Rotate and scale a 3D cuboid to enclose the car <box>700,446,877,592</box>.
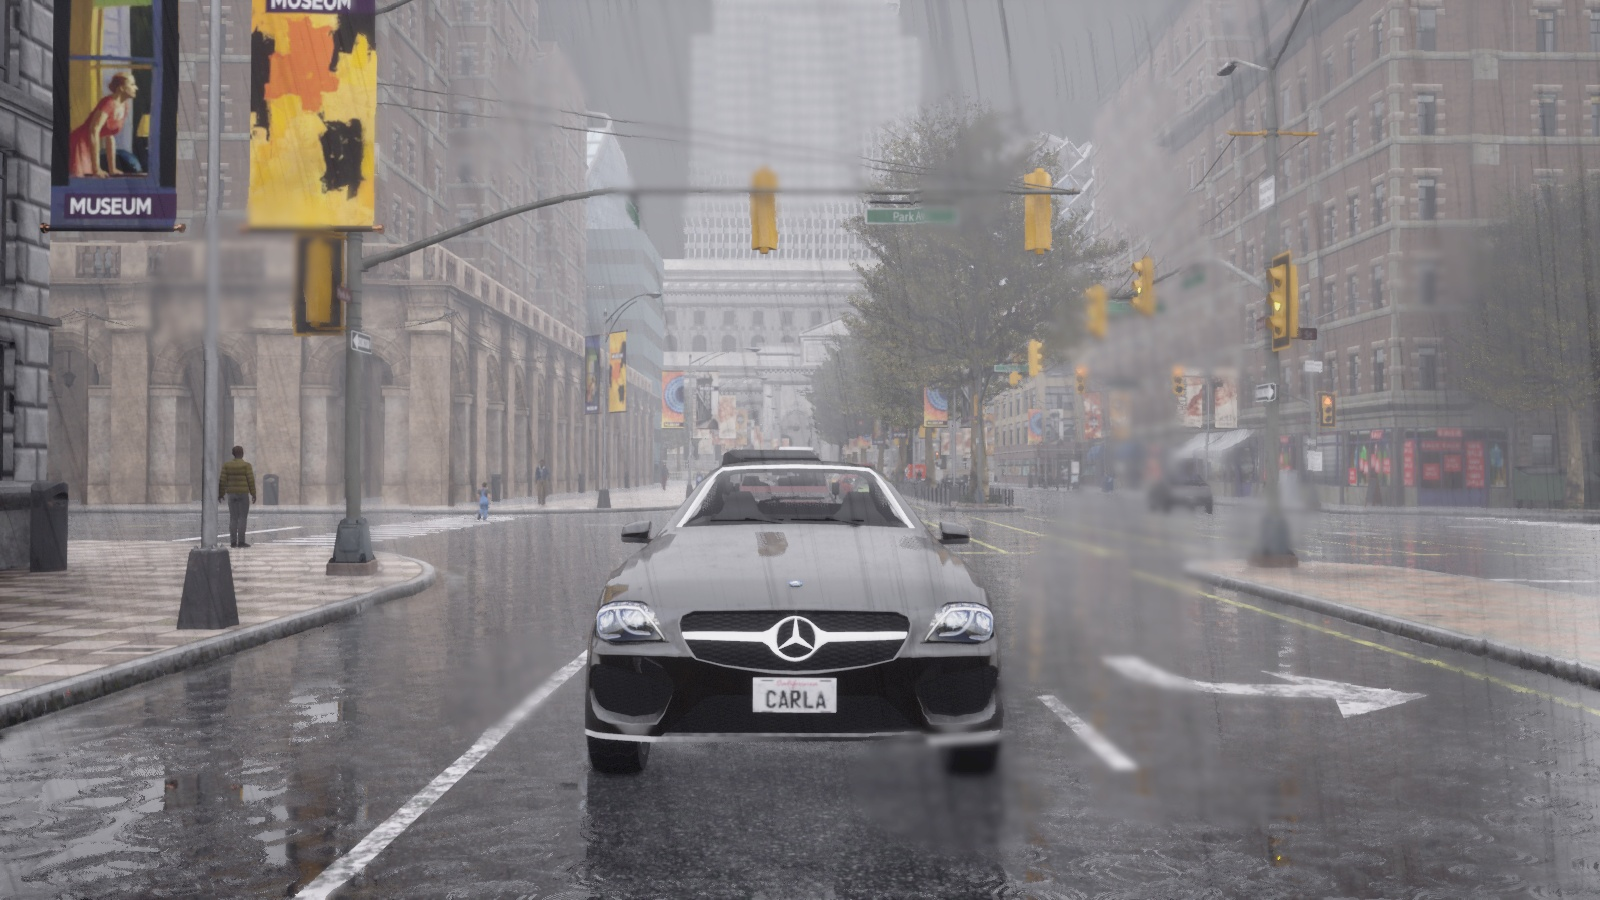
[{"bbox_3d":[-0.294,0.918,18.273,1.905,1.878,3.866,0,-1,-11],"label":"car"}]

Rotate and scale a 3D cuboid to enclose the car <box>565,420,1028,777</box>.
[{"bbox_3d":[-0.025,0.733,8.363,2.152,1.651,5.027,0,-1,0],"label":"car"}]

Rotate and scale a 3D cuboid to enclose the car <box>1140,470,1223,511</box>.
[{"bbox_3d":[14.782,1.531,48.937,2.128,1.511,4.902,0,-1,5],"label":"car"}]

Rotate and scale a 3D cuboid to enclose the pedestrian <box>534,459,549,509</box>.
[{"bbox_3d":[-10.115,1.335,49.150,0.423,1.949,0.788,0,-1,0],"label":"pedestrian"}]

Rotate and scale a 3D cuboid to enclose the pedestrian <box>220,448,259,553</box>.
[{"bbox_3d":[-9.985,0.886,22.381,0.370,1.835,0.726,0,-1,1],"label":"pedestrian"}]

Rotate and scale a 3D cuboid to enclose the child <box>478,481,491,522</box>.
[{"bbox_3d":[-9.762,1.591,38.831,0.270,1.263,0.437,0,-1,2],"label":"child"}]
